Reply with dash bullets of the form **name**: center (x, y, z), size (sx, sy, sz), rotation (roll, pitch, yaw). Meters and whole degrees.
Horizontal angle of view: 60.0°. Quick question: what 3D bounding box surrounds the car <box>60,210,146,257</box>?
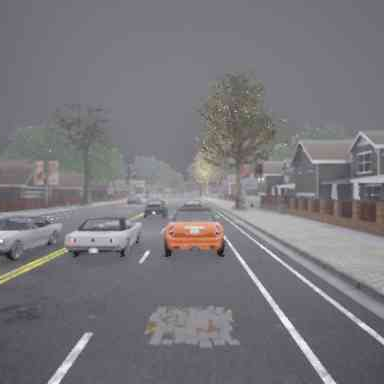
- **car**: center (-3.162, 1.587, 12.911), size (1.895, 1.301, 4.718), rotation (0, 0, 0)

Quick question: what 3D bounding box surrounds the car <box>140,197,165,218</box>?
- **car**: center (-3.178, 1.473, 30.117), size (1.837, 1.490, 4.892), rotation (0, 0, 0)

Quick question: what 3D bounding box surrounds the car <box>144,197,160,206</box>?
- **car**: center (-6.607, 1.524, 55.240), size (1.994, 1.385, 4.181), rotation (0, 0, 0)

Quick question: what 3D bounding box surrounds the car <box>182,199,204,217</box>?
- **car**: center (0.071, 1.443, 31.535), size (1.882, 1.535, 5.008), rotation (0, 0, 0)

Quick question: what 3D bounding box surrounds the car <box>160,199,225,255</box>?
- **car**: center (0.086, 1.337, 13.285), size (2.097, 1.767, 4.553), rotation (0, 0, 0)

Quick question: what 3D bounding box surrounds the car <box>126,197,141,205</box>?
- **car**: center (-9.841, 1.509, 56.780), size (2.033, 1.411, 5.357), rotation (0, 0, 1)

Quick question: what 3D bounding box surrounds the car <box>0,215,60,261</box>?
- **car**: center (-6.611, 1.588, 12.403), size (1.895, 1.301, 4.718), rotation (0, 0, 0)
